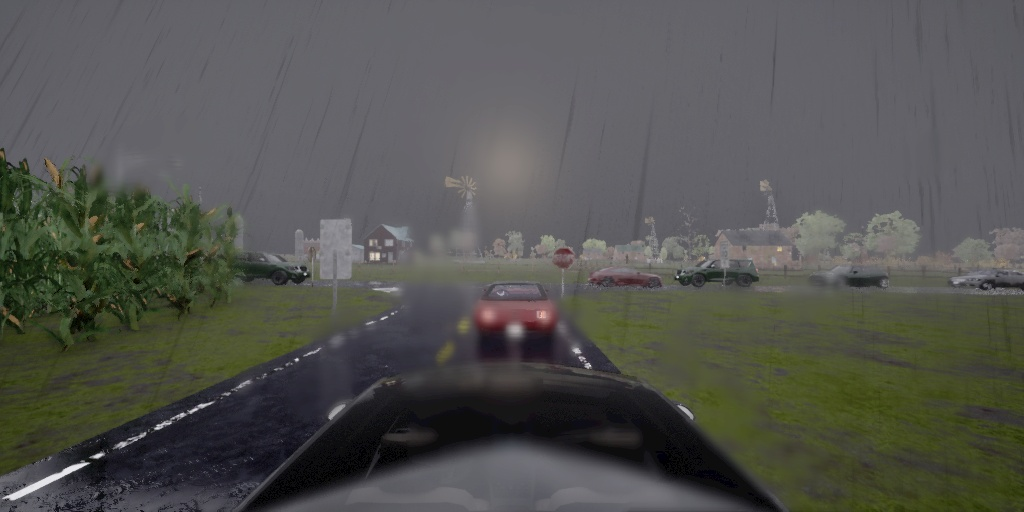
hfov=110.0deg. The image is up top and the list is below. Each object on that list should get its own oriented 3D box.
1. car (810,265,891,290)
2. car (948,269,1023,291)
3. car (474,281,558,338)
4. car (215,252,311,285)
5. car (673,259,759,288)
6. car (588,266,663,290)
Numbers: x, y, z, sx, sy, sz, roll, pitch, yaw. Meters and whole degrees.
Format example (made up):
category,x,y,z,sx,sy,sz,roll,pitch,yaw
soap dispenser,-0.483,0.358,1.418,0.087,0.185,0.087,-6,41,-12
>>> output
category,x,y,z,sx,sy,sz,roll,pitch,yaw
car,24.463,1.455,26.076,4.553,1.767,2.097,1,-1,0
car,34.902,1.724,26.107,4.902,1.511,2.128,1,-1,0
car,0.139,1.354,10.202,1.895,1.301,4.718,0,0,1
car,-15.973,0.772,22.948,5.566,2.045,2.150,1,-1,0
car,14.780,1.204,26.036,5.566,2.045,2.150,1,-1,0
car,7.244,1.364,23.049,4.674,1.442,1.812,1,-1,0
